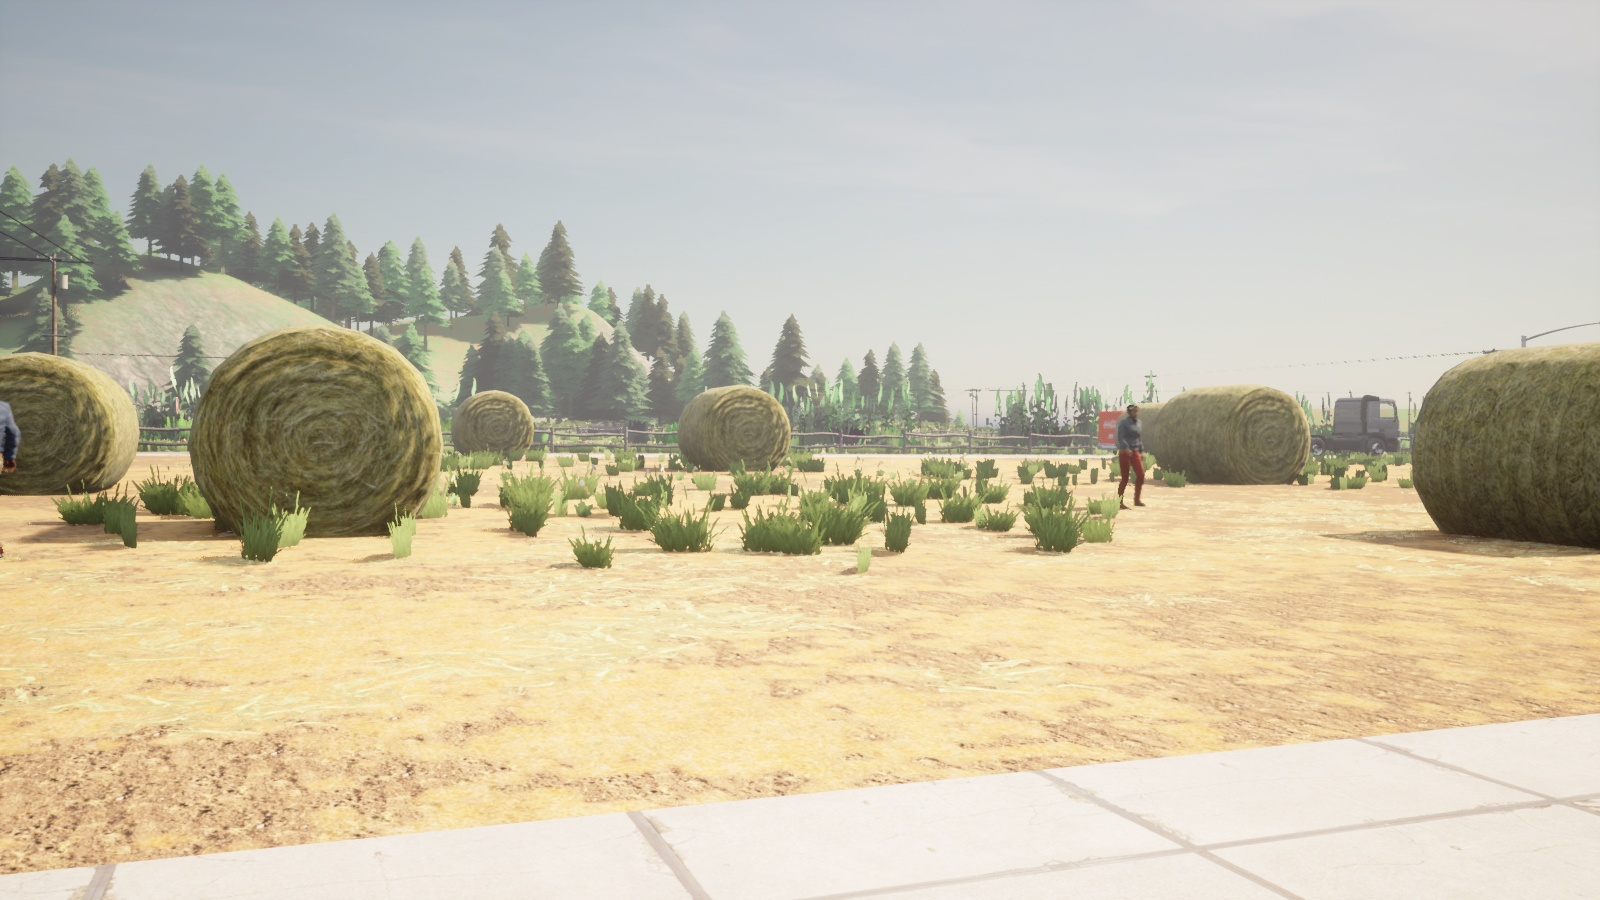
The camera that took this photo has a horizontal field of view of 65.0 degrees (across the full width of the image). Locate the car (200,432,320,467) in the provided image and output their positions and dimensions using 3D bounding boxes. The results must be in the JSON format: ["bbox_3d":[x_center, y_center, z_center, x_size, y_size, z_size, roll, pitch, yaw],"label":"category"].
[{"bbox_3d":[-23.768,-0.026,55.474,4.674,1.442,1.812,-1,1,-17],"label":"car"}]

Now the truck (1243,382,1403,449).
[{"bbox_3d":[28.183,-1.856,67.654,7.936,3.462,2.891,-1,1,-17],"label":"truck"}]

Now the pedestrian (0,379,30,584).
[{"bbox_3d":[-7.934,0.296,12.184,0.788,1.949,0.423,0,1,30],"label":"pedestrian"}]

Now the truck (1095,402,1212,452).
[{"bbox_3d":[18.163,-1.188,64.598,5.204,2.467,2.627,-1,1,-17],"label":"truck"}]

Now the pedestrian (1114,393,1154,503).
[{"bbox_3d":[5.683,-0.038,21.375,0.353,1.847,0.614,-1,1,-21],"label":"pedestrian"}]
